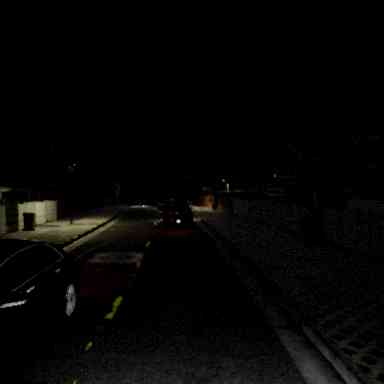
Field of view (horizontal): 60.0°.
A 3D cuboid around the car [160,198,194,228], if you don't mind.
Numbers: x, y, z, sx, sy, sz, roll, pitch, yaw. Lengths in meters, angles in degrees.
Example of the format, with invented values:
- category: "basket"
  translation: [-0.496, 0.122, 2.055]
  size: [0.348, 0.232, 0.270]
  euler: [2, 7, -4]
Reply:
- category: "car"
  translation: [-0.959, 1.374, 21.178]
  size: [1.837, 1.490, 4.892]
  euler: [0, 1, -5]

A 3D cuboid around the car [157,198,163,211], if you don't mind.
- category: "car"
  translation: [-2.863, 1.336, 37.383]
  size: [2.033, 1.411, 5.357]
  euler: [0, 0, -9]

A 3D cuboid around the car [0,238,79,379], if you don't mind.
- category: "car"
  translation: [-2.973, 1.477, 4.369]
  size: [1.837, 1.490, 4.892]
  euler: [0, 0, -1]

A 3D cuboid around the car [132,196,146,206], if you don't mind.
- category: "car"
  translation: [-8.021, 1.305, 50.312]
  size: [2.033, 1.411, 5.357]
  euler: [0, 0, -12]
